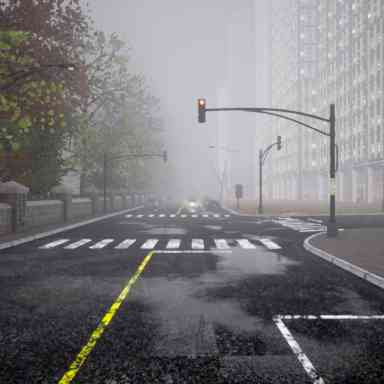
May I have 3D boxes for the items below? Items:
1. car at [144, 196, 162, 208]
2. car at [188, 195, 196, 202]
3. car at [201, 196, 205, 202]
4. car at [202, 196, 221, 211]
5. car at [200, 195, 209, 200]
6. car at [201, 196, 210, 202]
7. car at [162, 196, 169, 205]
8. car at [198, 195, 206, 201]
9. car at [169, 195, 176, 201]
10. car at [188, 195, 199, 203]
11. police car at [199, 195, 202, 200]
[{"bbox_3d":[-5.701,1.608,47.107,1.802,1.307,4.206,0,0,0],"label":"car"},{"bbox_3d":[-0.020,1.571,80.014,1.837,1.490,4.892,0,0,0],"label":"car"},{"bbox_3d":[2.679,1.592,47.109,1.947,1.339,4.313,0,0,0],"label":"car"},{"bbox_3d":[2.681,1.587,41.477,1.947,1.339,4.313,0,0,0],"label":"car"},{"bbox_3d":[2.678,1.598,52.742,1.947,1.339,4.313,0,0,0],"label":"car"},{"bbox_3d":[3.131,1.590,76.789,1.812,1.442,4.674,0,0,0],"label":"car"},{"bbox_3d":[-5.703,1.478,58.373,1.967,1.590,4.097,0,0,0],"label":"car"},{"bbox_3d":[2.669,1.643,92.168,2.008,1.369,4.403,0,0,0],"label":"car"},{"bbox_3d":[-5.710,1.627,86.534,1.887,1.381,4.507,0,0,0],"label":"car"},{"bbox_3d":[0.028,1.566,70.997,2.128,1.511,4.902,0,0,0],"label":"car"},{"bbox_3d":[3.117,1.479,69.899,1.930,1.638,5.238,0,0,0],"label":"police car"}]
